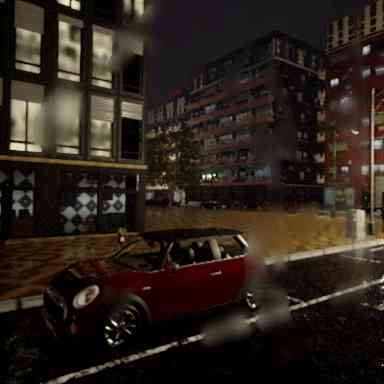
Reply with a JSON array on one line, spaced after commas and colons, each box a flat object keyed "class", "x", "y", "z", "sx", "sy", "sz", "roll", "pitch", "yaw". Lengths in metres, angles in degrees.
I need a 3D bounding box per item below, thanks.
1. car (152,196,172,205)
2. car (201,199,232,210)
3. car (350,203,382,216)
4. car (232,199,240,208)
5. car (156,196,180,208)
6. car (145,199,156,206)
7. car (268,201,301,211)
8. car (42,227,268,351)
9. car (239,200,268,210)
[{"class": "car", "x": -6.588, "y": 1.873, "z": 73.566, "sx": 2.192, "sy": 1.841, "sz": 5.009, "roll": 1, "pitch": -1, "yaw": -35}, {"class": "car", "x": 2.923, "y": 1.793, "z": 45.576, "sx": 2.008, "sy": 1.369, "sz": 4.403, "roll": 1, "pitch": -1, "yaw": -35}, {"class": "car", "x": 19.586, "y": 1.880, "z": 36.512, "sx": 1.947, "sy": 1.339, "sz": 4.313, "roll": 1, "pitch": -1, "yaw": -35}, {"class": "car", "x": 6.499, "y": 1.875, "z": 55.039, "sx": 1.967, "sy": 1.590, "sz": 4.097, "roll": 1, "pitch": -1, "yaw": -35}, {"class": "car", "x": -3.621, "y": 1.848, "z": 54.839, "sx": 1.887, "sy": 1.381, "sz": 4.507, "roll": 1, "pitch": -1, "yaw": -35}, {"class": "car", "x": -6.893, "y": 1.879, "z": 59.470, "sx": 1.887, "sy": 1.381, "sz": 4.507, "roll": 1, "pitch": -1, "yaw": -35}, {"class": "car", "x": 13.042, "y": 1.956, "z": 45.774, "sx": 1.802, "sy": 1.307, "sz": 4.206, "roll": 1, "pitch": -1, "yaw": -35}, {"class": "car", "x": -0.533, "y": 1.453, "z": 6.163, "sx": 4.097, "sy": 1.590, "sz": 1.967, "roll": 0, "pitch": 1, "yaw": -35}, {"class": "car", "x": 9.771, "y": 1.949, "z": 50.407, "sx": 1.887, "sy": 1.381, "sz": 4.507, "roll": 1, "pitch": -1, "yaw": -35}]
